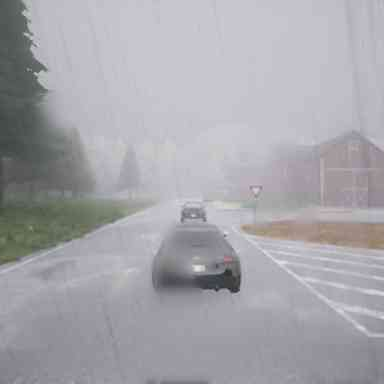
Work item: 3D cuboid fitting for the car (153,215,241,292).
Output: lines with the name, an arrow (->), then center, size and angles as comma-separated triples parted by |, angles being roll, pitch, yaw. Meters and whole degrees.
car -> 0.102, 1.539, 8.894 | 1.994, 1.385, 4.181 | 0, 0, 0

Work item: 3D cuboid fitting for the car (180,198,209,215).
car -> 0.097, 1.447, 25.553 | 1.812, 1.442, 4.674 | 0, 1, 0

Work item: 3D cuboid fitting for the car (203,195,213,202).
car -> 2.977, 1.278, 63.516 | 1.816, 1.474, 4.193 | -6, 1, -2
